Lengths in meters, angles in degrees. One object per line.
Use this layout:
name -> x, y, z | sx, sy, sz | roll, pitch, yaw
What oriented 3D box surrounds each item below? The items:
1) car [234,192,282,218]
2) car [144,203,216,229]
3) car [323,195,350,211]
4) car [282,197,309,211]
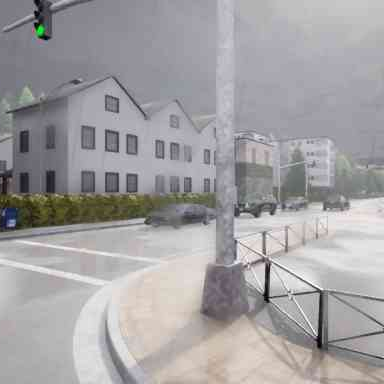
car -> 5.476, 1.034, 28.607 | 2.150, 2.045, 5.566 | 0, 0, 35
car -> -0.490, 1.360, 20.195 | 2.033, 1.411, 5.357 | 0, 0, 35
car -> 16.387, 1.164, 37.606 | 2.097, 1.767, 4.553 | 0, 0, 35
car -> 11.545, 1.304, 37.088 | 2.128, 1.511, 4.902 | 0, 0, 36
